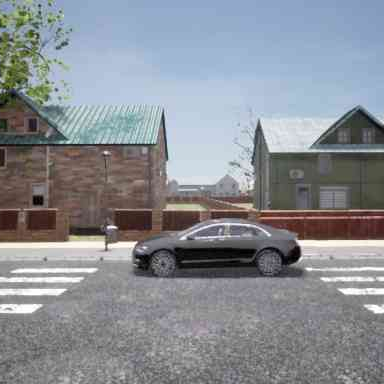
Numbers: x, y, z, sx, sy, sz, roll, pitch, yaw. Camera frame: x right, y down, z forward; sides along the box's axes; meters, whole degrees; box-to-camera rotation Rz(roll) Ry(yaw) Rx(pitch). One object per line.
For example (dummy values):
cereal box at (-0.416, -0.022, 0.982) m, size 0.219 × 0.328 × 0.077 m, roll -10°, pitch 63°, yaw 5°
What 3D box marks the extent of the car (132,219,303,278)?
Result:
car at (0.719, 1.572, 9.850) m, size 4.902 × 1.511 × 2.128 m, roll -1°, pitch -1°, yaw 1°
